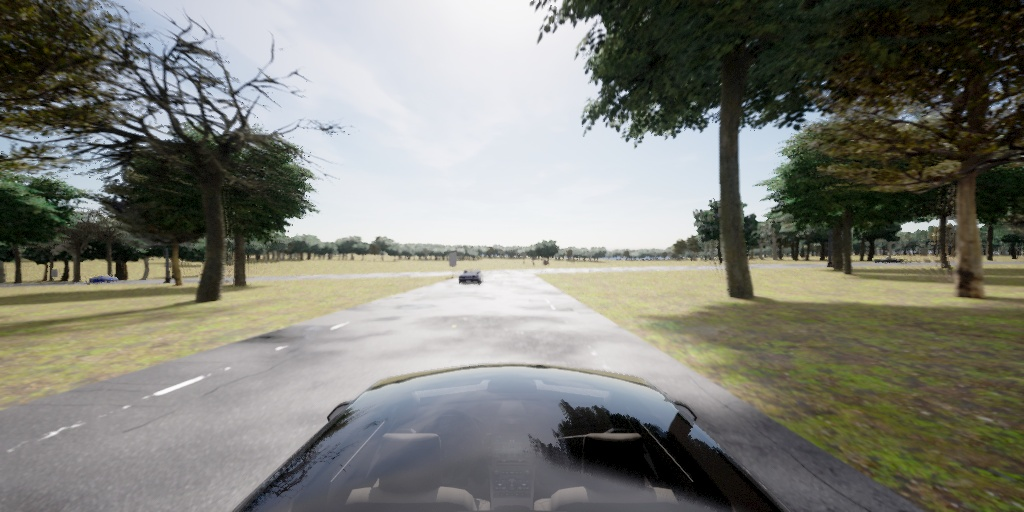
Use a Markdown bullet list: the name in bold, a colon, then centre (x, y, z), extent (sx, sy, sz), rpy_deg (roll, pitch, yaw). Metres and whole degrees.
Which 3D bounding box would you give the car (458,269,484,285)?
- **car**: centre (-3.603, 1.806, 31.847), extent (1.895, 1.301, 4.718), rpy_deg (0, -1, 0)
